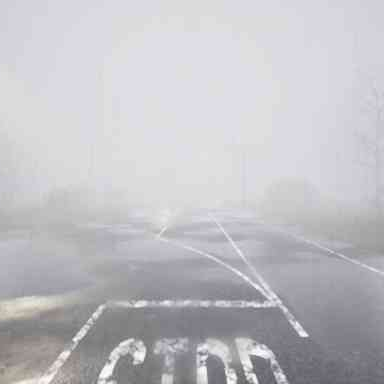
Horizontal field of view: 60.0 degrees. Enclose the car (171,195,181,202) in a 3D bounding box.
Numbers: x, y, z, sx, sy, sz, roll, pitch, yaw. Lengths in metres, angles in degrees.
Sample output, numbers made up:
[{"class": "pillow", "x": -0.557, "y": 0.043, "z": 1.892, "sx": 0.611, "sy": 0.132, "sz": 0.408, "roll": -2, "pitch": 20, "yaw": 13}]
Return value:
[{"class": "car", "x": -3.365, "y": 1.382, "z": 70.758, "sx": 1.882, "sy": 1.535, "sz": 5.008, "roll": 0, "pitch": 0, "yaw": 0}]
